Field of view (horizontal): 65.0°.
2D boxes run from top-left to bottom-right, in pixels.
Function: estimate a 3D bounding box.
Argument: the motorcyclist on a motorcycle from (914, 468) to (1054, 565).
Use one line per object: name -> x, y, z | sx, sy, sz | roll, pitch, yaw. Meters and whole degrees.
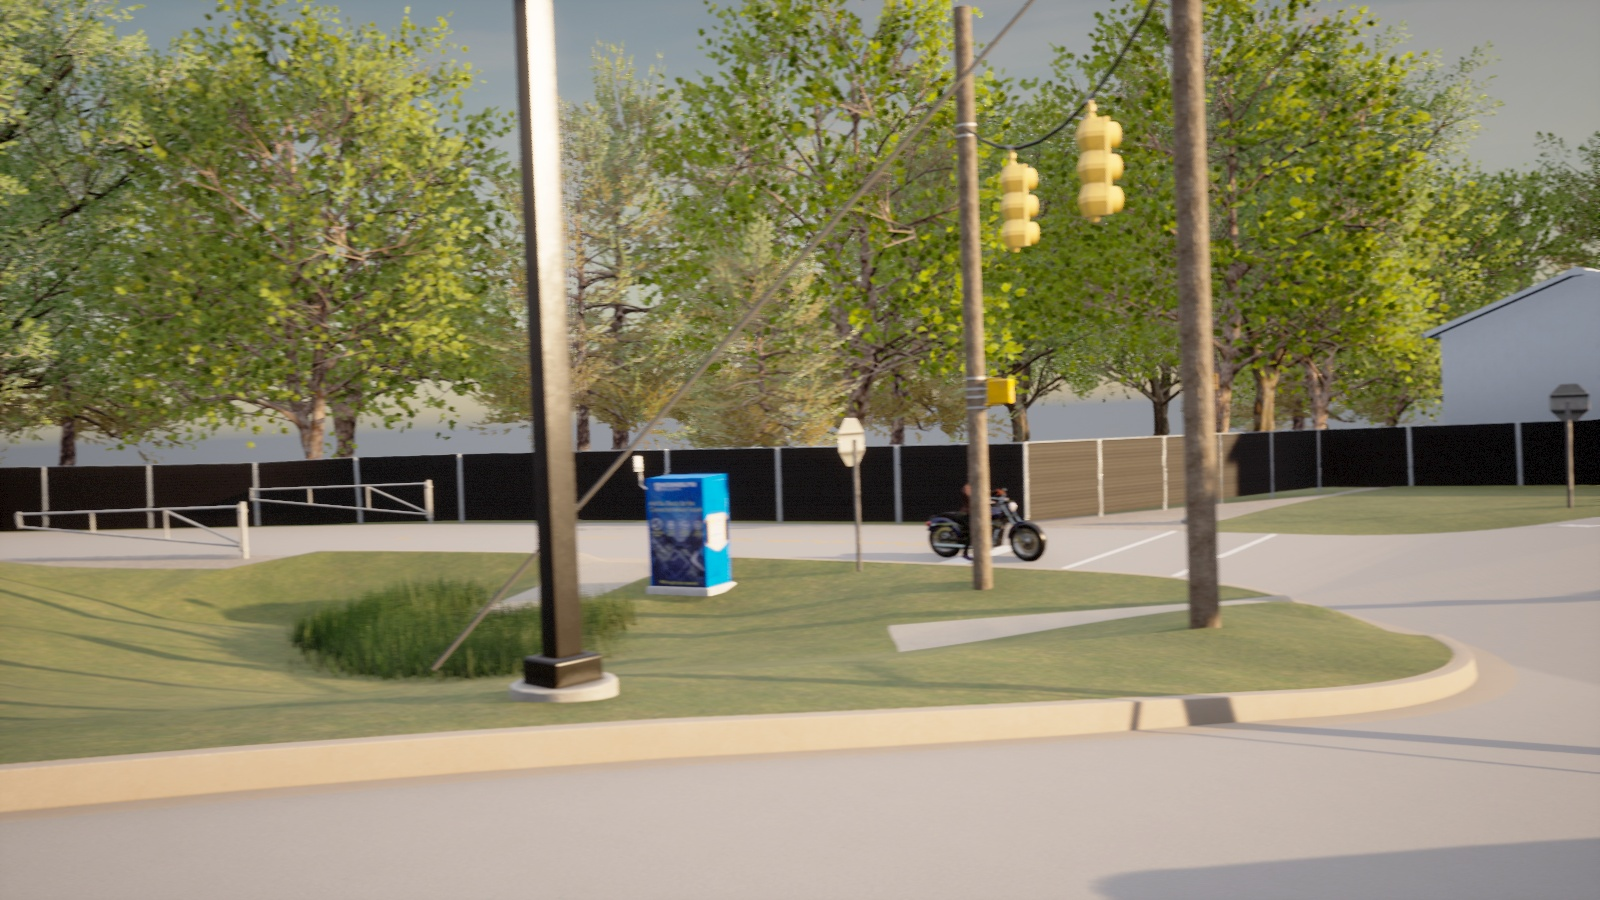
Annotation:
motorcyclist on a motorcycle -> 3.309, 1.169, 22.718 | 2.350, 1.649, 0.766 | -1, 3, 34
